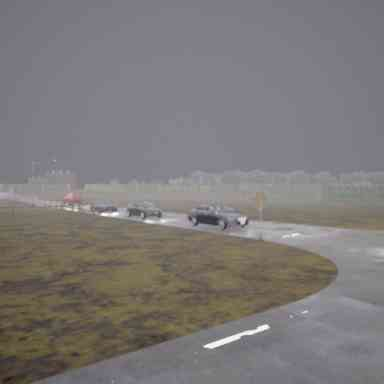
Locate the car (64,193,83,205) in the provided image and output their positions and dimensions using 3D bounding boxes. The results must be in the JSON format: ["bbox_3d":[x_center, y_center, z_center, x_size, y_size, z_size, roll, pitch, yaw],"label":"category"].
[{"bbox_3d":[-20.829,1.215,58.285,2.150,2.045,5.566,-2,1,-36],"label":"car"}]

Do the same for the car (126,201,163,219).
[{"bbox_3d":[-4.433,1.597,30.349,1.837,1.490,4.892,-2,1,-36],"label":"car"}]

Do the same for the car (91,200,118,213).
[{"bbox_3d":[-10.149,1.657,38.355,1.994,1.385,4.181,-2,1,-35],"label":"car"}]

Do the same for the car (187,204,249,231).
[{"bbox_3d":[1.616,1.567,21.903,2.128,1.511,4.902,-2,1,-36],"label":"car"}]
